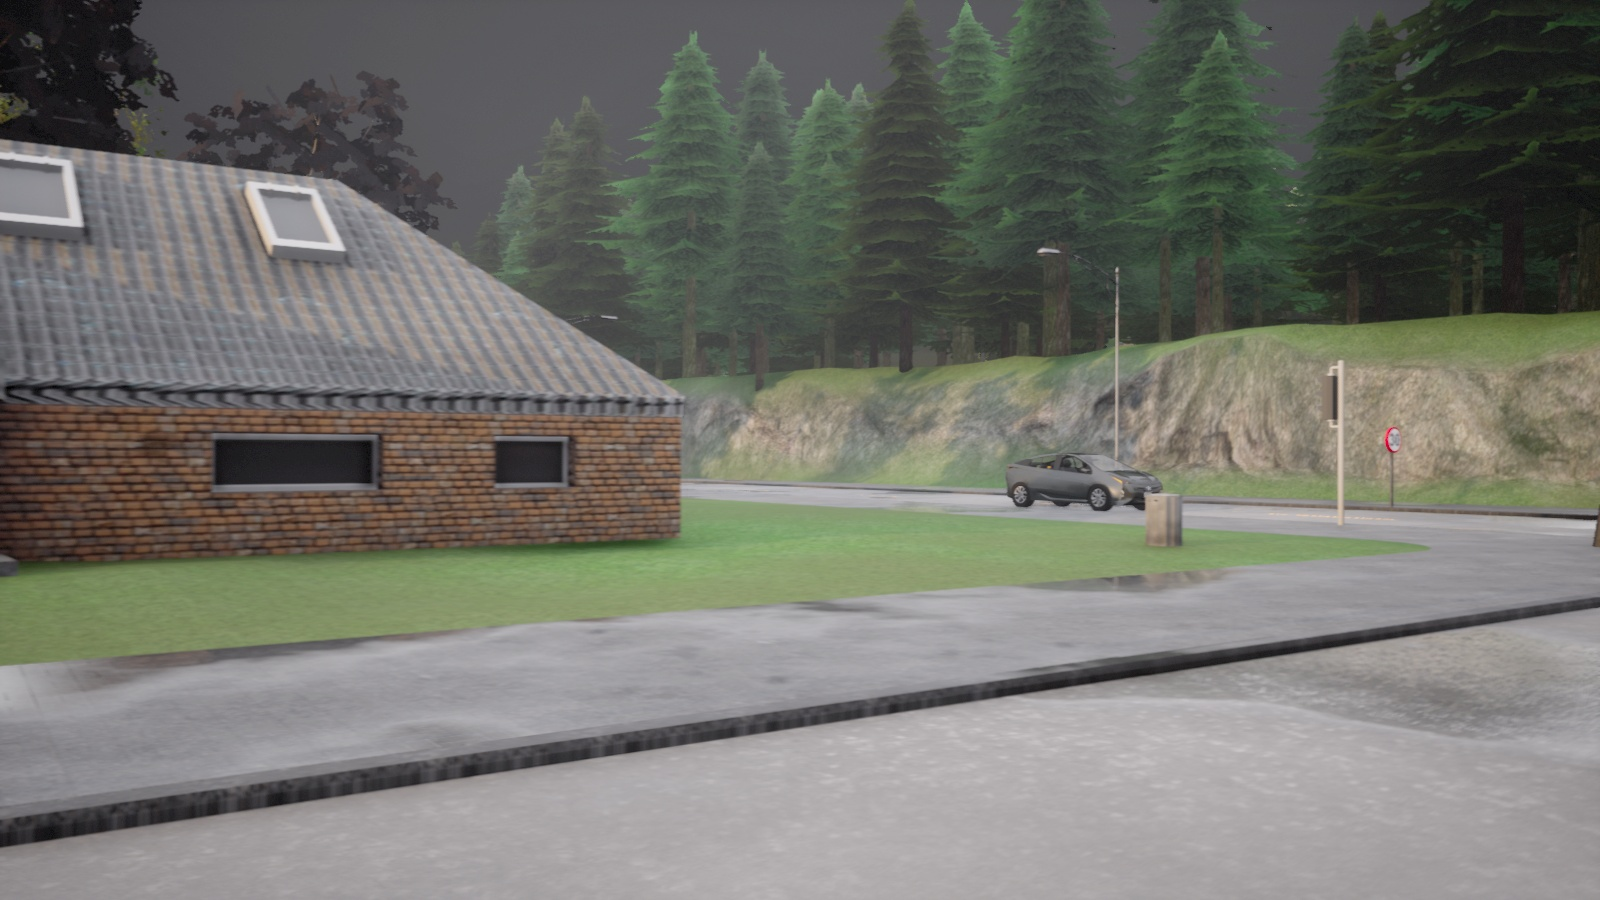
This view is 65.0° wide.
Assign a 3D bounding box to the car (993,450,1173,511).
[{"bbox_3d":[7.452,0.758,33.486,2.007,1.525,4.514,0,0,-35],"label":"car"}]
